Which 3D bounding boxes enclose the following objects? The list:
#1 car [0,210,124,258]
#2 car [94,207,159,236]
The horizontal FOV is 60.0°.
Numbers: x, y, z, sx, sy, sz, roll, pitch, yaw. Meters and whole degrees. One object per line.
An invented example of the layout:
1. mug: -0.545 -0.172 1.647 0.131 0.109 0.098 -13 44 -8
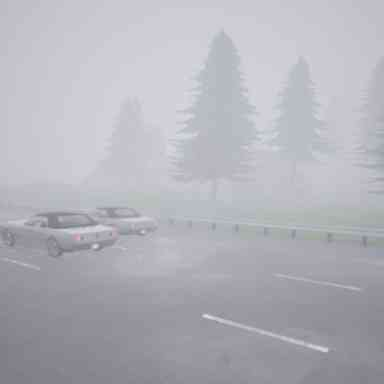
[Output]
1. car: -4.841 1.365 11.734 4.718 1.301 1.895 2 1 35
2. car: -3.856 1.337 15.329 4.718 1.301 1.895 2 1 35
